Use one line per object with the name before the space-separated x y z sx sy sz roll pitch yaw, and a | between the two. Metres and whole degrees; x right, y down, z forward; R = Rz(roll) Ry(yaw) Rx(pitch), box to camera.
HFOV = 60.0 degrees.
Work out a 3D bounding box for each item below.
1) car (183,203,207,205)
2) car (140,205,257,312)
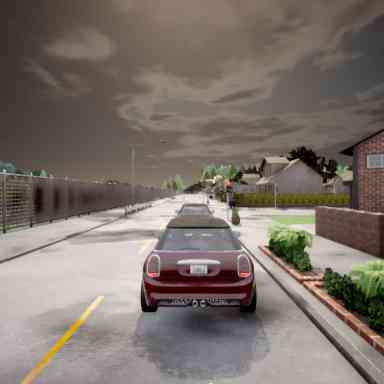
car | 0.149 1.351 17.550 2.097 1.767 4.553 0 0 0
car | 0.119 1.352 7.853 2.097 1.767 4.553 0 0 0
